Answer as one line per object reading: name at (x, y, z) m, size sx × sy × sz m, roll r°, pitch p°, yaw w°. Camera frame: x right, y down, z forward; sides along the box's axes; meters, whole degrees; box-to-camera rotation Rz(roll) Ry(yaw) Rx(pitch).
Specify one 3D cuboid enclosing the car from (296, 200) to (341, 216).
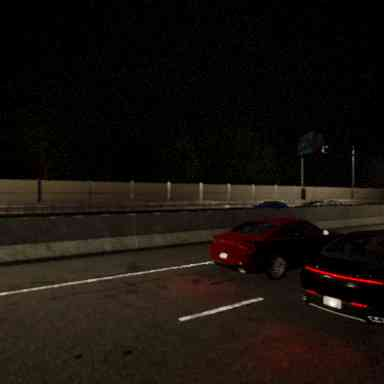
car at (13.370, 1.646, 35.020) m, size 4.902 × 1.511 × 2.128 m, roll 1°, pitch 0°, yaw -35°

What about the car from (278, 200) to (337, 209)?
car at (10.046, 1.609, 28.353) m, size 4.902 × 1.511 × 2.128 m, roll 0°, pitch 0°, yaw -35°

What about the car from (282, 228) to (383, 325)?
car at (4.228, 1.536, 6.761) m, size 4.892 × 1.490 × 1.837 m, roll 0°, pitch 0°, yaw -35°

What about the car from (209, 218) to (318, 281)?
car at (2.825, 1.512, 10.060) m, size 5.008 × 1.535 × 1.882 m, roll 0°, pitch 0°, yaw -36°

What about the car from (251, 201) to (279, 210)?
car at (8.432, 1.658, 35.799) m, size 4.674 × 1.442 × 1.812 m, roll 1°, pitch 0°, yaw -35°
